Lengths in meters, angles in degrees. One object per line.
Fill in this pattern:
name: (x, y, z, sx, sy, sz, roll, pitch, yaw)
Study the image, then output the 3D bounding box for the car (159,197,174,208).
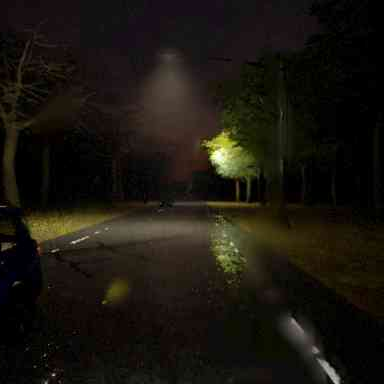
car: (-3.662, 1.545, 48.301, 1.837, 1.490, 4.892, 0, -1, 0)

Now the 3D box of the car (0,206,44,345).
car: (-3.606, 1.225, 3.460, 2.150, 2.045, 5.566, 0, 0, 0)
